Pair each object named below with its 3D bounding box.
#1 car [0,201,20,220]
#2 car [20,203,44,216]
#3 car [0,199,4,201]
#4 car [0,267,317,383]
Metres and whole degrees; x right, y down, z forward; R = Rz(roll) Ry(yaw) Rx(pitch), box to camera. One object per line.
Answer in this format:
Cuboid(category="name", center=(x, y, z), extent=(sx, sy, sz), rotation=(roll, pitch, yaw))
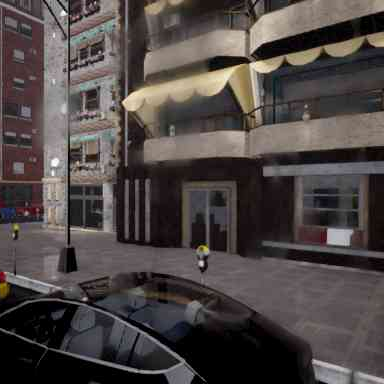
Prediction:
Cuboid(category="car", center=(-18.978, 1.824, 29.923), extent=(2.033, 1.411, 5.357), rotation=(0, -1, 35))
Cuboid(category="car", center=(-17.307, 1.931, 36.801), extent=(1.887, 1.381, 4.507), rotation=(-1, -2, 35))
Cuboid(category="car", center=(-20.593, 1.598, 32.155), extent=(2.192, 1.841, 5.009), rotation=(-1, -2, 35))
Cuboid(category="car", center=(-0.923, 1.566, 3.527), extent=(4.313, 1.339, 1.947), rotation=(0, 0, 35))
